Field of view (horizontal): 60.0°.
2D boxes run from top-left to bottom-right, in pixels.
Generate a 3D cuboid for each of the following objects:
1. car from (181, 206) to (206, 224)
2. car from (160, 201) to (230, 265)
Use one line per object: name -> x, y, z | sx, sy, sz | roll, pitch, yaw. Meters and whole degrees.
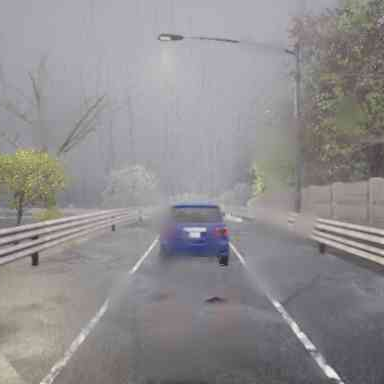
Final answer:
car -> 0.162, 2.008, 29.844 | 2.033, 1.411, 5.357 | 0, -2, 0
car -> 0.089, 1.340, 12.225 | 2.150, 2.045, 5.566 | 0, 0, 0
